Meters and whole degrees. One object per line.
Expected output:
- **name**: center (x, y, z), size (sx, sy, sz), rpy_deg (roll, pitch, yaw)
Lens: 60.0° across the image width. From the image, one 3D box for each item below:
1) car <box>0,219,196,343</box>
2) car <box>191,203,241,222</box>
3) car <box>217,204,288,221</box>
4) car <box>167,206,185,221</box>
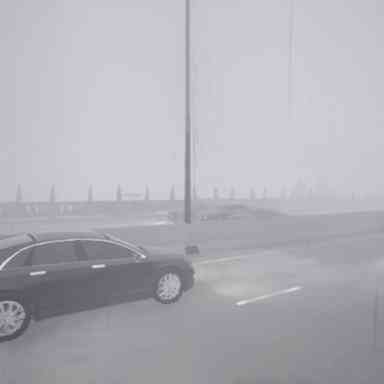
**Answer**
- **car**: center (-2.174, 1.506, 6.495), size (4.892, 1.490, 1.837), rpy_deg (0, 0, -35)
- **car**: center (2.440, 1.515, 22.926), size (4.892, 1.490, 1.837), rpy_deg (0, 0, -35)
- **car**: center (3.870, 1.573, 19.646), size (4.181, 1.385, 1.994), rpy_deg (0, 0, -35)
- **car**: center (0.208, 1.574, 25.633), size (4.181, 1.385, 1.994), rpy_deg (0, 0, -35)
